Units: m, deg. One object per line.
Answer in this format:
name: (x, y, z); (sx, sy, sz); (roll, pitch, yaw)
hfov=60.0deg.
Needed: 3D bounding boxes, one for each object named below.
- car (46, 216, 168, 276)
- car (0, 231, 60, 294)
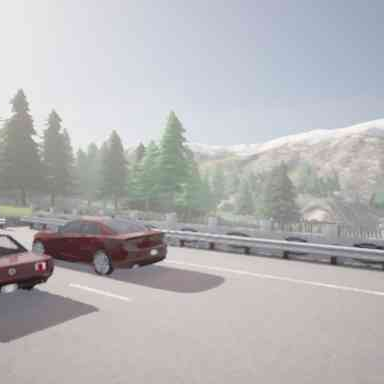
car: (-3.050, 1.494, 10.466); (5.008, 1.535, 1.882); (0, 0, 35)
car: (-5.395, 1.619, 7.839); (4.718, 1.301, 1.895); (0, 0, 35)
